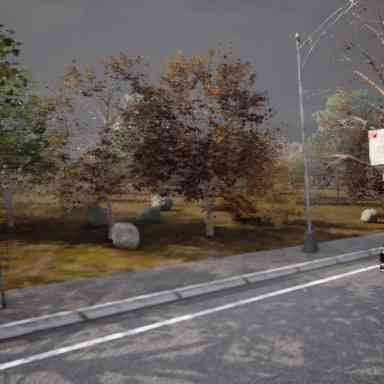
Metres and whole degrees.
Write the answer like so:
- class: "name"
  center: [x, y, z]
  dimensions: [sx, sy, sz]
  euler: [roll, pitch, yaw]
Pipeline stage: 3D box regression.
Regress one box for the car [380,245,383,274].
- class: "car"
  center: [6.911, 1.472, 8.925]
  dimensions: [4.902, 1.511, 2.128]
  euler: [0, 0, -35]
